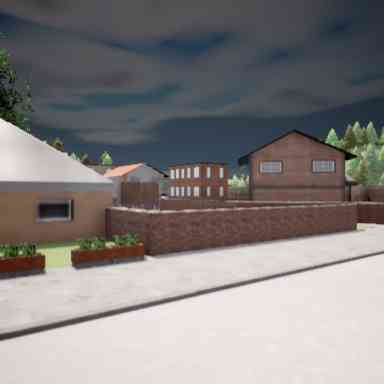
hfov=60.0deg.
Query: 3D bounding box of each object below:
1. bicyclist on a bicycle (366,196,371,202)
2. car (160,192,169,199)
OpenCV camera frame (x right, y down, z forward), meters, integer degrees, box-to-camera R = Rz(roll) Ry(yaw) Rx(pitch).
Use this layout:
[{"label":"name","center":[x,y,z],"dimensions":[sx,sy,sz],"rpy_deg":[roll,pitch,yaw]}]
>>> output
[{"label":"bicyclist on a bicycle","center":[24.852,1.323,46.766],"dimensions":[1.656,1.620,0.582],"rpy_deg":[0,0,-36]},{"label":"car","center":[-3.914,0.936,46.050],"dimensions":[1.905,1.878,3.866],"rpy_deg":[0,0,-35]}]
